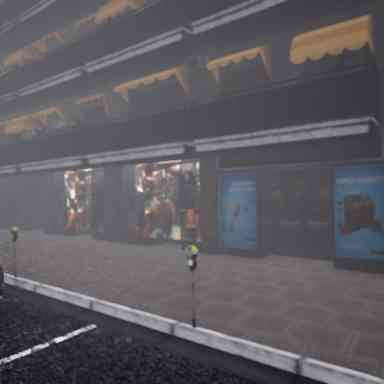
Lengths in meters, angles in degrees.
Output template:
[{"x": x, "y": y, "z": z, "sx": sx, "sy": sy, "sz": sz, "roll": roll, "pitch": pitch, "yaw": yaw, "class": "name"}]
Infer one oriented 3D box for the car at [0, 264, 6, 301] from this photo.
[{"x": -5.489, "y": 1.584, "z": 6.785, "sx": 4.403, "sy": 1.369, "sz": 2.008, "roll": 0, "pitch": -1, "yaw": 35, "class": "car"}]
